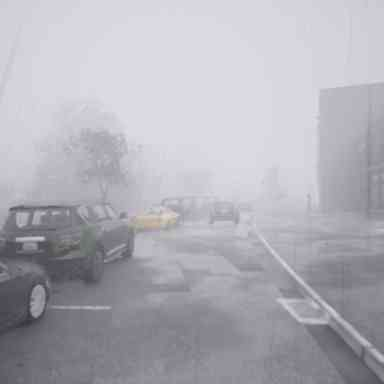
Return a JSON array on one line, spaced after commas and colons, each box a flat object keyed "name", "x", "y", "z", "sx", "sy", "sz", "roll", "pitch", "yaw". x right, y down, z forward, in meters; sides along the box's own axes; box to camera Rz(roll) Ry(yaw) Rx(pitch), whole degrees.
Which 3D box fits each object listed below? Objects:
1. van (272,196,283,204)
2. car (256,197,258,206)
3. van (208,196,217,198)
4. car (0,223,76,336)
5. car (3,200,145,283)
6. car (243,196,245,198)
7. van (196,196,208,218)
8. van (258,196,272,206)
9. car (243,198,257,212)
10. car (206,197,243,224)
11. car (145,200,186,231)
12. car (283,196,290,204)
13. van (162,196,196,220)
[{"name": "van", "x": 20.373, "y": 2.099, "z": 82.451, "sx": 1.878, "sy": 1.987, "sz": 4.442, "roll": -2, "pitch": 0, "yaw": 27}, {"name": "car", "x": 10.661, "y": 2.127, "z": 63.602, "sx": 2.002, "sy": 1.452, "sz": 4.674, "roll": -2, "pitch": 0, "yaw": 24}, {"name": "van", "x": 1.248, "y": 1.492, "z": 37.457, "sx": 1.878, "sy": 1.987, "sz": 4.442, "roll": -2, "pitch": 0, "yaw": 13}, {"name": "car", "x": -3.572, "y": 1.489, "z": 4.201, "sx": 2.231, "sy": 1.521, "sz": 4.892, "roll": -3, "pitch": 0, "yaw": 2}, {"name": "car", "x": -3.293, "y": 1.255, "z": 9.821, "sx": 2.435, "sy": 2.045, "sz": 5.566, "roll": -3, "pitch": 0, "yaw": 4}, {"name": "car", "x": 8.397, "y": 1.762, "z": 58.526, "sx": 2.435, "sy": 2.045, "sz": 5.566, "roll": -2, "pitch": 0, "yaw": 21}, {"name": "van", "x": -0.059, "y": 1.434, "z": 32.021, "sx": 1.878, "sy": 1.987, "sz": 4.442, "roll": -2, "pitch": 0, "yaw": 13}, {"name": "van", "x": 15.636, "y": 1.993, "z": 73.700, "sx": 1.878, "sy": 1.987, "sz": 4.442, "roll": -2, "pitch": 0, "yaw": 27}, {"name": "car", "x": 6.731, "y": 1.832, "z": 42.511, "sx": 1.994, "sy": 1.385, "sz": 4.181, "roll": -1, "pitch": -1, "yaw": 16}, {"name": "car", "x": 2.638, "y": 1.453, "z": 25.625, "sx": 2.097, "sy": 1.767, "sz": 4.553, "roll": 0, "pitch": -1, "yaw": 10}, {"name": "car", "x": -2.059, "y": 1.562, "z": 21.091, "sx": 1.946, "sy": 1.575, "sz": 5.366, "roll": -2, "pitch": 0, "yaw": 10}, {"name": "car", "x": 23.563, "y": 2.420, "z": 88.126, "sx": 2.163, "sy": 1.488, "sz": 4.792, "roll": -2, "pitch": 0, "yaw": 28}, {"name": "van", "x": -1.179, "y": 1.383, "z": 26.540, "sx": 1.878, "sy": 1.987, "sz": 4.442, "roll": -2, "pitch": 0, "yaw": 8}]
